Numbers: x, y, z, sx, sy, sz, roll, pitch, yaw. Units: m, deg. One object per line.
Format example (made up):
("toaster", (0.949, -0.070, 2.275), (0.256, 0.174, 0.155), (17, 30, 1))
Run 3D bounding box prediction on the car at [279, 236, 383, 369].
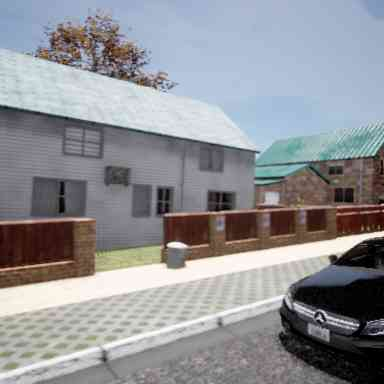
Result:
("car", (3.499, 1.518, 5.568), (4.674, 1.442, 1.812), (0, 0, -35))
